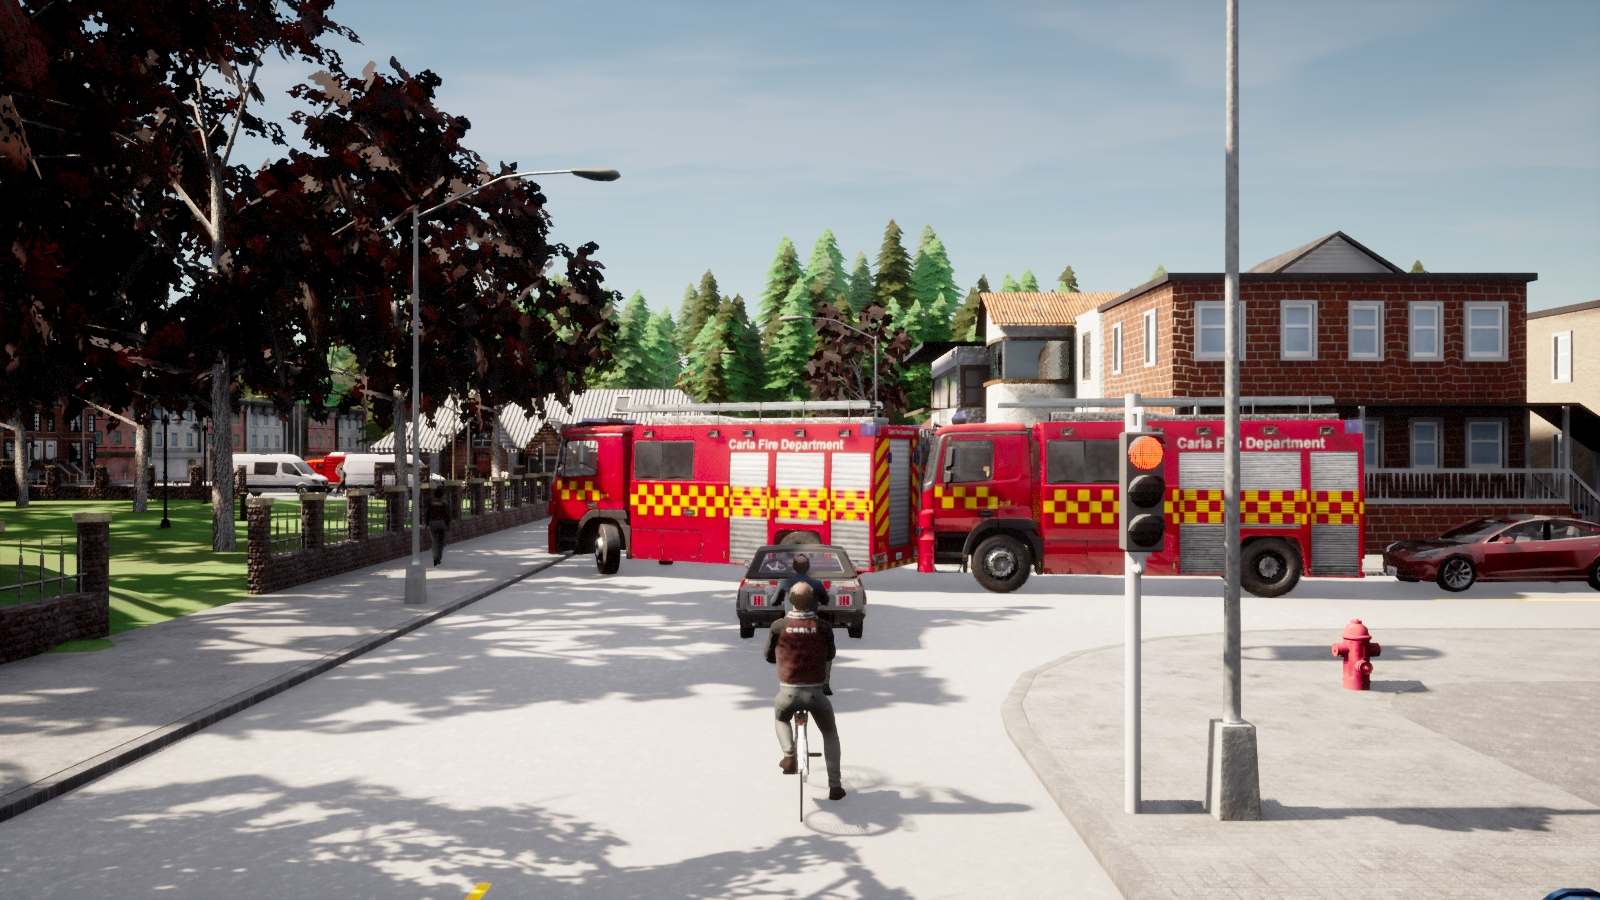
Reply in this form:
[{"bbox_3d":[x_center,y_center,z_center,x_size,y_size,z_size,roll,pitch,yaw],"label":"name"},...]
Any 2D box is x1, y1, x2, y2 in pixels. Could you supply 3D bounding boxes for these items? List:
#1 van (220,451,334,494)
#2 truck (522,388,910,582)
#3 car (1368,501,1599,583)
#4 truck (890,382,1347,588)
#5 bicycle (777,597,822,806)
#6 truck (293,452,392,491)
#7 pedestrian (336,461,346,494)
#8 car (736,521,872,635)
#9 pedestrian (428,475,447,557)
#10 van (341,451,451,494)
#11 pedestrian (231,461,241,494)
[{"bbox_3d":[-31.465,1.314,68.839,5.915,2.561,1.988,0,0,1],"label":"van"},{"bbox_3d":[-2.011,0.672,25.772,8.468,3.827,2.891,0,0,28],"label":"truck"},{"bbox_3d":[14.572,1.843,23.389,4.792,1.488,2.163,0,0,0],"label":"car"},{"bbox_3d":[6.166,0.669,23.259,8.468,3.827,2.891,0,0,8],"label":"truck"},{"bbox_3d":[-0.005,1.940,9.200,0.329,1.271,1.835,0,0,0],"label":"bicycle"},{"bbox_3d":[-29.092,1.345,72.766,5.204,2.467,2.627,0,0,0],"label":"truck"},{"bbox_3d":[-25.464,1.525,63.398,0.375,1.860,0.375,0,0,-1],"label":"pedestrian"},{"bbox_3d":[0.052,1.935,18.331,1.895,1.301,4.718,0,0,0],"label":"car"},{"bbox_3d":[-8.389,1.525,26.457,0.375,1.860,0.375,0,0,-13],"label":"pedestrian"},{"bbox_3d":[-24.299,1.314,68.785,5.915,2.561,1.988,0,0,1],"label":"van"},{"bbox_3d":[-31.284,1.523,63.388,0.375,1.860,0.375,0,0,0],"label":"pedestrian"}]
